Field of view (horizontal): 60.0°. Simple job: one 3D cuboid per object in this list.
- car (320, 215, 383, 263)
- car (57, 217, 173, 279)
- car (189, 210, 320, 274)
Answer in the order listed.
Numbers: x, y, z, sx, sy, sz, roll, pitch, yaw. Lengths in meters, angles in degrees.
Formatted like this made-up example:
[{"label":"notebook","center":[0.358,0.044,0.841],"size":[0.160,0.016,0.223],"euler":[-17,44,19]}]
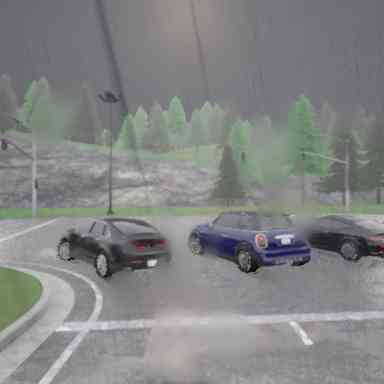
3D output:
[{"label":"car","center":[5.339,1.567,12.282],"size":[1.812,1.442,4.674],"euler":[1,0,-25]},{"label":"car","center":[-2.529,1.542,10.337],"size":[1.837,1.490,4.892],"euler":[3,-2,-39]},{"label":"car","center":[1.647,1.388,11.118],"size":[2.097,1.767,4.553],"euler":[0,0,-27]}]
